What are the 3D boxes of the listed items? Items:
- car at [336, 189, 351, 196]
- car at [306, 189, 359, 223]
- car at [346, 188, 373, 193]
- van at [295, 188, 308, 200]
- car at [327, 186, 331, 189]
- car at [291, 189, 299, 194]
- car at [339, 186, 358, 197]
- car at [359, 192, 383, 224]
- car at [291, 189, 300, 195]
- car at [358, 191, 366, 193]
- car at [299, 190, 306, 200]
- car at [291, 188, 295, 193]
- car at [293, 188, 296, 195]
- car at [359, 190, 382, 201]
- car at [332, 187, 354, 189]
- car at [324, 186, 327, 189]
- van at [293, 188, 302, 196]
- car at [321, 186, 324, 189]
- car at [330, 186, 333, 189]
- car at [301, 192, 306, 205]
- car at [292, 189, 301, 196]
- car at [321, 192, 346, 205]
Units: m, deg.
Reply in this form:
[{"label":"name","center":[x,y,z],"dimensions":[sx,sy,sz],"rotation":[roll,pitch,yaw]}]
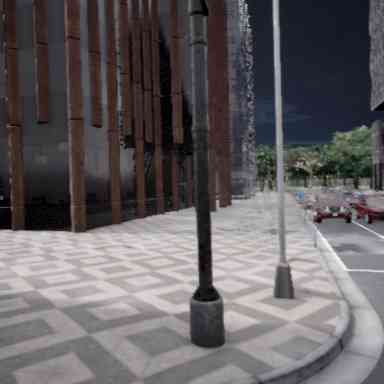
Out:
[{"label":"car","center":[30.229,0.047,66.543],"dimensions":[2.008,1.369,4.403],"rotation":[-2,1,16]},{"label":"car","center":[8.945,0.938,21.667],"dimensions":[2.192,1.841,5.009],"rotation":[-2,1,16]},{"label":"car","center":[20.144,0.606,40.486],"dimensions":[1.812,1.442,4.674],"rotation":[-2,1,16]},{"label":"van","center":[16.204,0.456,47.864],"dimensions":[1.690,1.788,3.998],"rotation":[-2,1,16]},{"label":"car","center":[33.132,-0.158,77.022],"dimensions":[1.887,1.381,4.507],"rotation":[-2,1,16]},{"label":"car","center":[27.777,-0.153,89.616],"dimensions":[1.752,1.417,4.829],"rotation":[-2,1,16]},{"label":"car","center":[28.770,-0.089,61.302],"dimensions":[2.192,1.841,5.009],"rotation":[-2,1,16]},{"label":"car","center":[11.421,1.040,20.555],"dimensions":[1.882,1.535,5.008],"rotation":[-2,1,16]},{"label":"car","center":[26.372,-0.017,84.541],"dimensions":[1.947,1.339,4.313],"rotation":[-2,1,16]},{"label":"car","center":[14.111,0.940,30.024],"dimensions":[1.994,1.385,4.181],"rotation":[-2,1,16]},{"label":"car","center":[13.261,0.846,37.224],"dimensions":[1.752,1.417,4.829],"rotation":[-2,1,16]},{"label":"car","center":[22.017,0.280,68.823],"dimensions":[1.947,1.339,4.313],"rotation":[-2,1,16]},{"label":"car","center":[17.662,0.565,53.105],"dimensions":[2.008,1.369,4.403],"rotation":[-2,1,16]},{"label":"car","center":[24.467,0.419,45.750],"dimensions":[1.752,1.417,4.829],"rotation":[-2,1,16]},{"label":"car","center":[22.788,0.401,50.031],"dimensions":[1.837,1.490,4.892],"rotation":[-2,1,16]},{"label":"car","center":[34.580,-0.361,82.260],"dimensions":[1.967,1.590,4.097],"rotation":[-2,1,16]},{"label":"van","center":[23.462,-0.044,74.060],"dimensions":[1.690,1.788,3.998],"rotation":[-2,1,16]},{"label":"car","center":[36.028,-0.584,87.498],"dimensions":[2.192,1.841,5.009],"rotation":[-2,1,16]},{"label":"car","center":[31.725,-0.081,71.946],"dimensions":[1.752,1.417,4.829],"rotation":[-2,1,16]},{"label":"car","center":[11.857,1.001,32.148],"dimensions":[1.802,1.307,4.206],"rotation":[-2,1,16]},{"label":"car","center":[24.874,0.044,79.138],"dimensions":[1.752,1.417,4.829],"rotation":[-2,1,16]},{"label":"car","center":[16.892,0.730,39.980],"dimensions":[2.033,1.411,5.357],"rotation":[-2,1,16]}]
